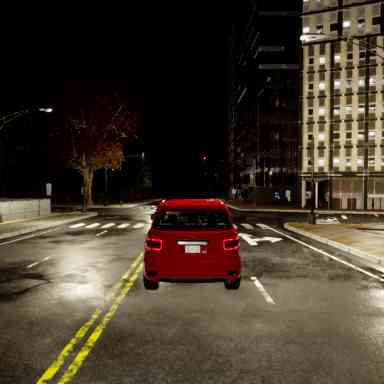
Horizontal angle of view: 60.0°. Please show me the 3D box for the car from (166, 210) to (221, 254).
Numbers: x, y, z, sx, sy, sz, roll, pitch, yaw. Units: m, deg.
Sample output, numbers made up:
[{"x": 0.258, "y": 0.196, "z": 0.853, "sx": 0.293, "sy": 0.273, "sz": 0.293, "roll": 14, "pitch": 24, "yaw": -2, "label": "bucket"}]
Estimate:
[{"x": 0.062, "y": 1.560, "z": 14.154, "sx": 1.994, "sy": 1.385, "sz": 4.181, "roll": 0, "pitch": 0, "yaw": 0, "label": "car"}]

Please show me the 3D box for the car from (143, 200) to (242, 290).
[{"x": -0.022, "y": 1.218, "z": 9.215, "sx": 2.150, "sy": 2.045, "sz": 5.566, "roll": 0, "pitch": 0, "yaw": -1, "label": "car"}]
